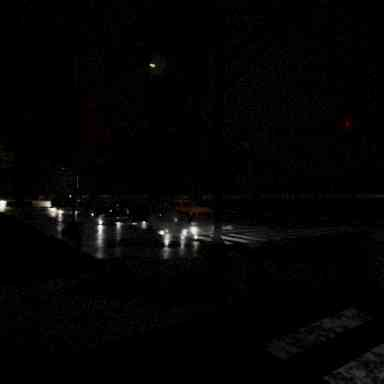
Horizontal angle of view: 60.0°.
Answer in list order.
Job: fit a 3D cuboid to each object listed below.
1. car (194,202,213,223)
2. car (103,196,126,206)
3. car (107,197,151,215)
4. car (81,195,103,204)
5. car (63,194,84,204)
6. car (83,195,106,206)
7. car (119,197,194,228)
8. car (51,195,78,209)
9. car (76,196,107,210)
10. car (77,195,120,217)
[{"bbox_3d":[-0.529,1.305,23.468,1.882,1.535,5.008,1,0,-35],"label":"car"},{"bbox_3d":[-11.939,1.338,50.945,1.994,1.385,4.181,1,-1,-35],"label":"car"},{"bbox_3d":[-6.021,1.254,31.177,2.128,1.511,4.902,1,0,-36],"label":"car"},{"bbox_3d":[-17.768,1.304,59.033,2.033,1.411,5.357,1,-1,-35],"label":"car"},{"bbox_3d":[-20.414,1.184,57.148,2.128,1.511,4.902,1,-1,-35],"label":"car"},{"bbox_3d":[-14.335,1.217,48.688,1.837,1.490,4.892,1,-1,-34],"label":"car"},{"bbox_3d":[-2.307,1.266,20.363,2.128,1.511,4.902,1,0,-36],"label":"car"},{"bbox_3d":[-14.604,1.135,37.643,1.837,1.490,4.892,1,-1,-35],"label":"car"},{"bbox_3d":[-12.029,1.240,39.633,2.033,1.411,5.357,1,0,-34],"label":"car"},{"bbox_3d":[-7.773,1.214,28.035,1.837,1.490,4.892,1,0,-36],"label":"car"}]
